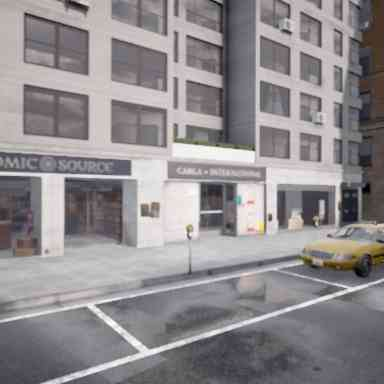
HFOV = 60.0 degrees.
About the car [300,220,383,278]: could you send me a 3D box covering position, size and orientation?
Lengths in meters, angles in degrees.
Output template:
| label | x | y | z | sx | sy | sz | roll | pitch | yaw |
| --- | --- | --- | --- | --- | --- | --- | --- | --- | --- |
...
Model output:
| label | x | y | z | sx | sy | sz | roll | pitch | yaw |
| --- | --- | --- | --- | --- | --- | --- | --- | --- | --- |
| car | 5.353 | 1.583 | 10.369 | 4.829 | 1.417 | 1.752 | 0 | 0 | -36 |
